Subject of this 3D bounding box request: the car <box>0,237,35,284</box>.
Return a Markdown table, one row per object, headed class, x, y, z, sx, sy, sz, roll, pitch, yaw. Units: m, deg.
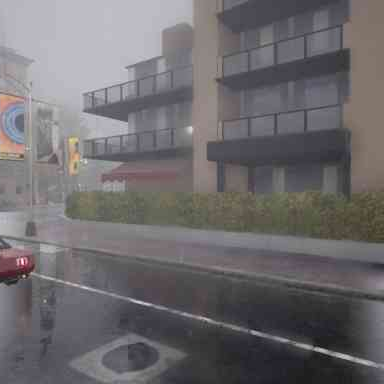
| class | x | y | z | sx | sy | sz | roll | pitch | yaw |
| --- | --- | --- | --- | --- | --- | --- | --- | --- | --- |
| car | -6.009 | 1.601 | 8.266 | 4.718 | 1.301 | 1.895 | 0 | 0 | 35 |
